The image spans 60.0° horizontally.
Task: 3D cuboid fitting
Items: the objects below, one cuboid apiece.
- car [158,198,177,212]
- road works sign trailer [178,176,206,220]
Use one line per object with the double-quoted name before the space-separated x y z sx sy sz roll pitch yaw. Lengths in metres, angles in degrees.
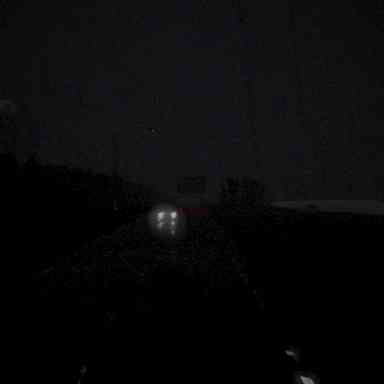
"car" -2.853 1.536 39.271 1.837 1.490 4.892 0 0 0
"road works sign trailer" -0.008 0.476 27.962 2.380 3.560 2.880 0 0 0
